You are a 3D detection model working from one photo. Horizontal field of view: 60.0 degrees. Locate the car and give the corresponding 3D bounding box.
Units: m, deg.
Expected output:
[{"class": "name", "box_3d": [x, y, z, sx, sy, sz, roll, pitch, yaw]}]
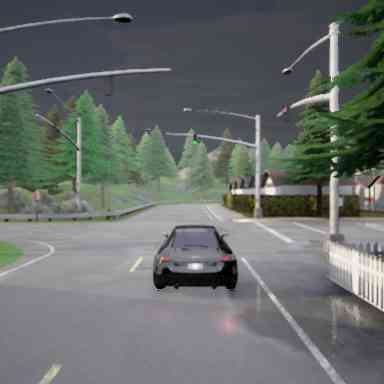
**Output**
[{"class": "car", "box_3d": [0.084, 1.599, 9.233, 1.994, 1.385, 4.181, 0, 0, 0]}]
